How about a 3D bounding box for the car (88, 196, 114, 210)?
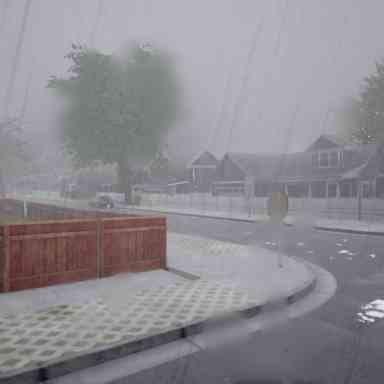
[{"bbox_3d":[-10.702,1.253,38.922,1.837,1.490,4.892,-2,2,-36],"label":"car"}]
